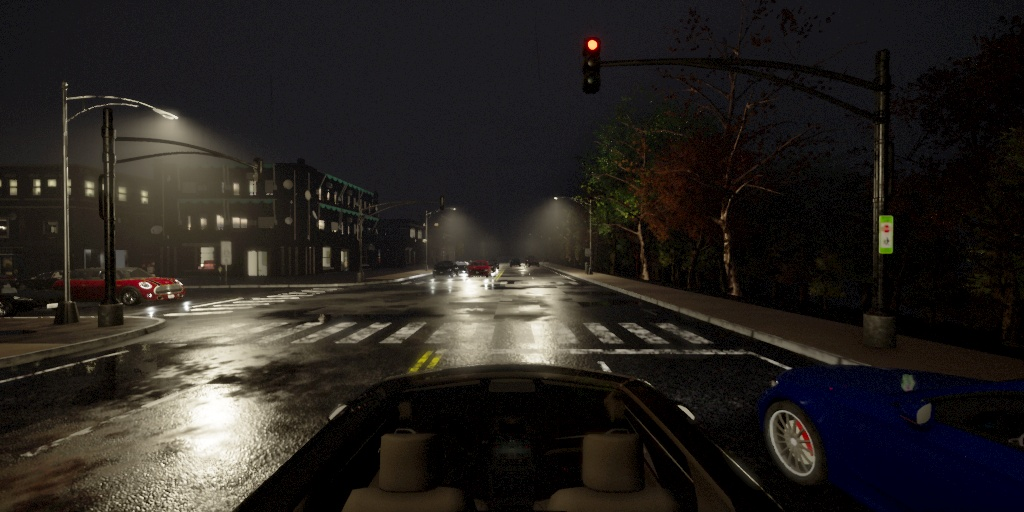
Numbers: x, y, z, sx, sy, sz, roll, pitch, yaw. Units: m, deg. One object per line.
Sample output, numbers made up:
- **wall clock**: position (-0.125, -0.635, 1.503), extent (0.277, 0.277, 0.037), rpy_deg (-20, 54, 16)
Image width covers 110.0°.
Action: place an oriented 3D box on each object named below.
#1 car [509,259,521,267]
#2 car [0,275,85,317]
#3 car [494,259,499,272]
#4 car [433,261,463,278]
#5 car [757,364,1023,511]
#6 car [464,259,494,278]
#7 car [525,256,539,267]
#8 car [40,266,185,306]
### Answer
- **car**: position (0.610, 1.245, 64.859), extent (1.837, 1.490, 4.892), rpy_deg (0, 0, 0)
- **car**: position (-19.852, 1.567, 13.821), extent (4.313, 1.339, 1.948), rpy_deg (0, 0, 1)
- **car**: position (-2.990, 1.271, 44.638), extent (1.812, 1.442, 4.674), rpy_deg (0, 0, 1)
- **car**: position (-6.327, 1.225, 34.735), extent (1.882, 1.535, 5.008), rpy_deg (0, 0, 1)
- **car**: position (3.355, 1.276, 1.632), extent (1.812, 1.442, 4.674), rpy_deg (0, 0, 1)
- **car**: position (-3.071, 1.225, 34.578), extent (1.882, 1.535, 5.008), rpy_deg (0, 0, 1)
- **car**: position (3.860, 1.218, 64.697), extent (1.882, 1.535, 5.008), rpy_deg (0, 0, 1)
- **car**: position (-17.987, 1.305, 16.537), extent (4.553, 1.767, 2.097), rpy_deg (-1, 1, 0)
